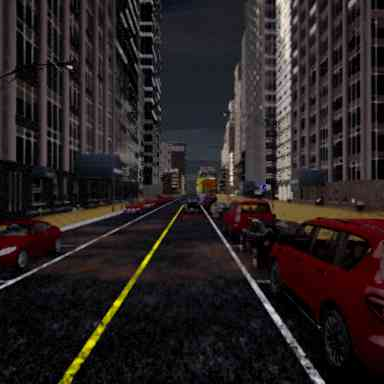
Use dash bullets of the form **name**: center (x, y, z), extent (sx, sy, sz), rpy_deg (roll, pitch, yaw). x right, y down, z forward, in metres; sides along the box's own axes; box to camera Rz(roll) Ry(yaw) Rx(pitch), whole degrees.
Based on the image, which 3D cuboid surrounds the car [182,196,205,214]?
- **car**: center (0.007, 1.486, 35.919), extent (2.128, 1.511, 4.902), rpy_deg (0, 0, 0)

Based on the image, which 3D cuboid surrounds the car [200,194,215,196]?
- **car**: center (2.704, 1.306, 49.768), extent (2.192, 1.841, 5.009), rpy_deg (0, 0, 0)

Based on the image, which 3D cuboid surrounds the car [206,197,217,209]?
- **car**: center (2.700, 1.520, 33.321), extent (1.752, 1.417, 4.829), rpy_deg (0, 0, 0)

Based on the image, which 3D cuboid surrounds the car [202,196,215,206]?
- **car**: center (2.704, 1.430, 55.308), extent (1.967, 1.590, 4.097), rpy_deg (0, 0, 0)

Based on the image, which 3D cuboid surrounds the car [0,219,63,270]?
- **car**: center (-5.685, 1.581, 10.994), extent (1.802, 1.307, 4.206), rpy_deg (0, 0, 0)

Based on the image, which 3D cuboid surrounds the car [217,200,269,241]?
- **car**: center (2.698, 1.313, 16.533), extent (2.192, 1.841, 5.009), rpy_deg (0, 0, 0)

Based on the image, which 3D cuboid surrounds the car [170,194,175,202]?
- **car**: center (-5.673, 1.529, 77.466), extent (1.887, 1.381, 4.507), rpy_deg (0, 0, 0)

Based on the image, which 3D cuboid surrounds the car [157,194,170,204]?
- **car**: center (-5.675, 1.304, 60.848), extent (2.192, 1.841, 5.009), rpy_deg (0, 0, 0)

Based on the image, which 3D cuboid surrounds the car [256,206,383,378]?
- **car**: center (2.695, 1.314, 5.454), extent (2.192, 1.841, 5.009), rpy_deg (0, 0, 0)

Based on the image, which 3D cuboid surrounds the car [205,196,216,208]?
- **car**: center (2.702, 1.559, 44.229), extent (1.947, 1.339, 4.313), rpy_deg (0, 0, 0)

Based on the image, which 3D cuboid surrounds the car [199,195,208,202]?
- **car**: center (2.708, 1.424, 77.465), extent (1.967, 1.590, 4.097), rpy_deg (0, 0, 0)

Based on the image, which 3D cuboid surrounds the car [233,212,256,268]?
- **car**: center (2.696, 1.564, 10.994), extent (1.947, 1.339, 4.313), rpy_deg (0, 0, 0)

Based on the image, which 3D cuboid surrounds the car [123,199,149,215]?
- **car**: center (-5.681, 1.577, 33.152), extent (1.802, 1.307, 4.206), rpy_deg (0, 0, 0)

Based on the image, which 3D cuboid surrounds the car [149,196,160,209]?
- **car**: center (-5.679, 1.575, 44.230), extent (1.802, 1.307, 4.206), rpy_deg (0, 0, 0)

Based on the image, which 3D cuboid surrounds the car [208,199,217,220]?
- **car**: center (2.699, 1.547, 27.611), extent (2.008, 1.369, 4.403), rpy_deg (0, 0, 0)
